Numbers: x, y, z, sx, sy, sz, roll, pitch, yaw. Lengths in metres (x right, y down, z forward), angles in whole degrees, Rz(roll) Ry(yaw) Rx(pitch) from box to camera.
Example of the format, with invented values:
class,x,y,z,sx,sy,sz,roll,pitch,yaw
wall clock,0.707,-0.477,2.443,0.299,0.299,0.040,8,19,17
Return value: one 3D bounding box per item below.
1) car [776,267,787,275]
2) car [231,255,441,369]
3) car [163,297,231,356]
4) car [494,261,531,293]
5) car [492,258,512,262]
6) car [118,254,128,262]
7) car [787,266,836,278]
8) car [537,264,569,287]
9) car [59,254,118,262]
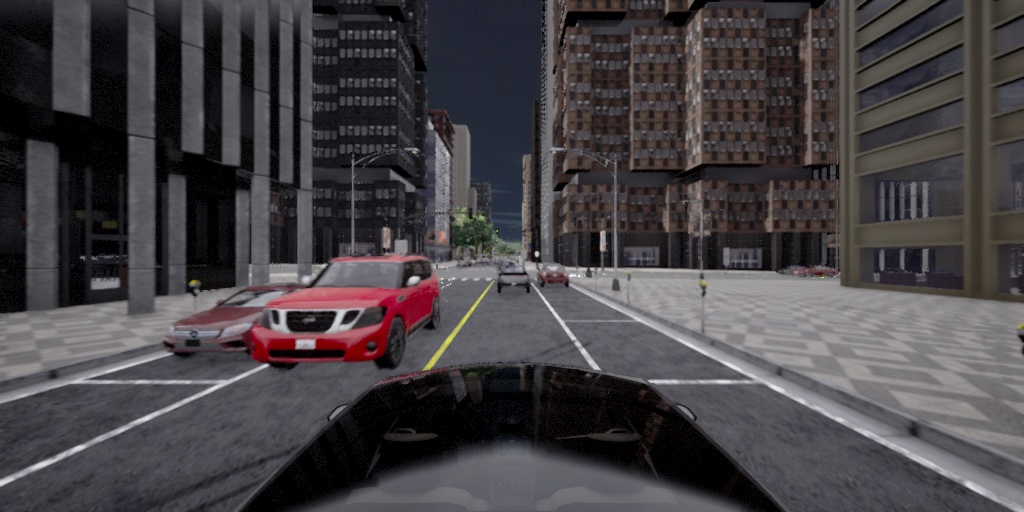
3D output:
class,x,y,z,sx,sy,sz,roll,pitch,yaw
car,38.146,1.970,48.326,4.181,1.385,1.994,1,0,0
car,-3.100,0.983,8.152,2.150,2.045,5.566,0,0,0
car,-5.764,1.344,8.567,1.802,1.307,4.207,0,0,0
car,0.096,1.278,21.309,2.128,1.511,4.902,0,0,0
car,-0.807,1.338,39.273,1.837,1.490,4.892,2,0,-10
car,-45.283,0.560,41.258,4.553,1.767,2.097,1,0,0
car,37.991,1.928,45.086,4.674,1.442,1.812,1,0,0
car,2.762,1.232,24.893,1.967,1.591,4.097,0,0,0
car,-45.555,0.679,37.999,5.008,1.535,1.882,1,0,0
